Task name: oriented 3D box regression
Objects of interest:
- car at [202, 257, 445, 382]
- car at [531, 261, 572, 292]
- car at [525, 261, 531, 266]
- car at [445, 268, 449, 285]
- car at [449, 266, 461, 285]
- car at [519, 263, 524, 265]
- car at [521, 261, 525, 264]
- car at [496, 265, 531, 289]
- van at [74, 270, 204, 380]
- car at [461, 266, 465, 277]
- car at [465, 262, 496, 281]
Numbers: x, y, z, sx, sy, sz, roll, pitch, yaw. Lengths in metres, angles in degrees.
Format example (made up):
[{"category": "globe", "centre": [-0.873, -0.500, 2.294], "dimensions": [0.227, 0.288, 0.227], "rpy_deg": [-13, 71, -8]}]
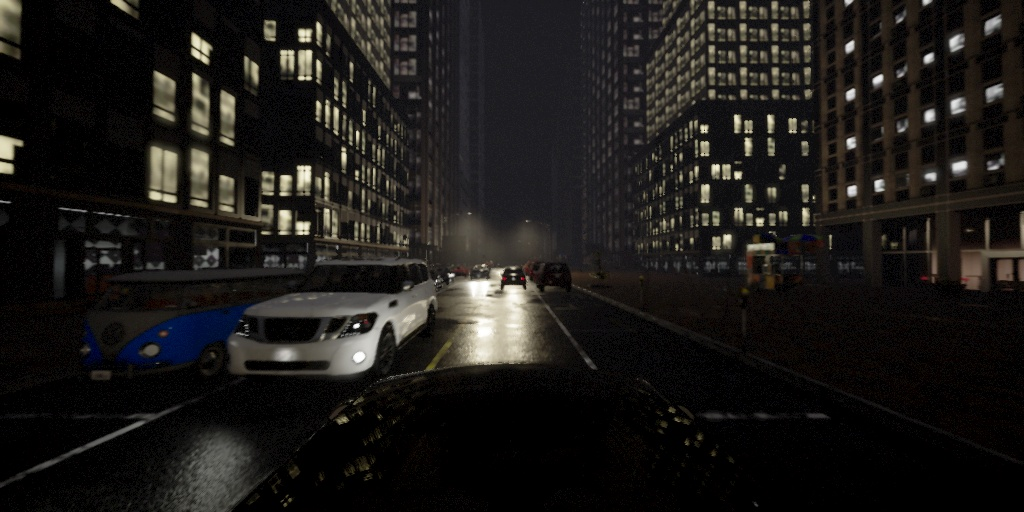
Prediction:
[{"category": "car", "centre": [-3.099, 1.041, 7.665], "dimensions": [2.150, 2.045, 5.566], "rpy_deg": [0, -1, 0]}, {"category": "car", "centre": [2.682, 1.318, 23.680], "dimensions": [2.192, 1.841, 5.009], "rpy_deg": [0, 0, 0]}, {"category": "car", "centre": [2.677, 1.445, 34.759], "dimensions": [2.192, 1.841, 5.009], "rpy_deg": [0, 0, 0]}, {"category": "car", "centre": [-5.698, 1.569, 23.676], "dimensions": [1.948, 1.339, 4.313], "rpy_deg": [0, 0, 0]}, {"category": "car", "centre": [-5.701, 1.617, 29.215], "dimensions": [2.007, 1.370, 4.403], "rpy_deg": [0, 0, 0]}, {"category": "car", "centre": [0.085, 1.817, 42.260], "dimensions": [1.895, 1.301, 4.718], "rpy_deg": [0, -1, 0]}, {"category": "car", "centre": [2.673, 1.572, 45.836], "dimensions": [2.192, 1.841, 5.009], "rpy_deg": [0, 0, 0]}, {"category": "car", "centre": [0.098, 1.580, 26.149], "dimensions": [2.033, 1.411, 5.357], "rpy_deg": [0, -1, 0]}, {"category": "van", "centre": [-5.692, 1.153, 7.060], "dimensions": [1.690, 1.789, 3.998], "rpy_deg": [0, 0, 0]}, {"category": "car", "centre": [-5.705, 1.775, 40.293], "dimensions": [1.802, 1.307, 4.207], "rpy_deg": [0, 0, 0]}, {"category": "car", "centre": [-3.114, 1.639, 36.302], "dimensions": [2.128, 1.511, 4.902], "rpy_deg": [0, -1, 0]}]
